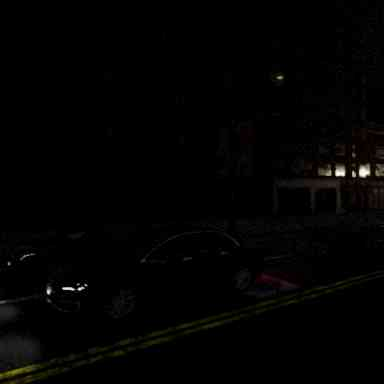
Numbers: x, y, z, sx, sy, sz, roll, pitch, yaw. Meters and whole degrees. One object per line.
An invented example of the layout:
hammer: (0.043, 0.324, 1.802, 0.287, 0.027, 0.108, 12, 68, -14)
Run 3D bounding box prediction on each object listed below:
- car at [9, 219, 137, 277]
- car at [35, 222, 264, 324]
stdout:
car: (-2.703, 1.543, 9.741, 4.674, 1.442, 1.812, 0, 0, -35)
car: (-0.548, 1.523, 7.285, 4.892, 1.490, 1.837, 0, 0, -35)
